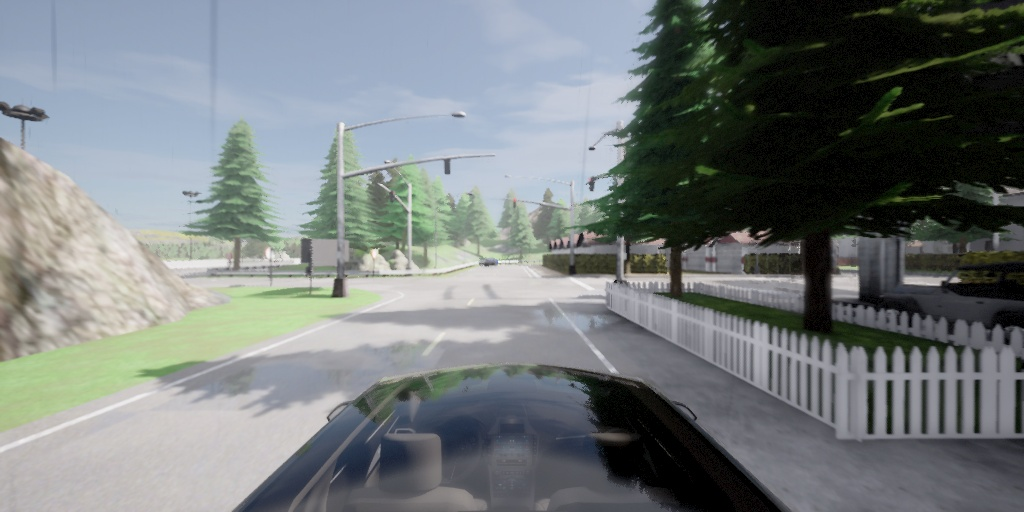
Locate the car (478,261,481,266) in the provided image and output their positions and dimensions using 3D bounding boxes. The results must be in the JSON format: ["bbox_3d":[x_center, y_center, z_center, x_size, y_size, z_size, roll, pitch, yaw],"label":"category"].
[{"bbox_3d":[-4.312,1.053,64.928,1.882,1.535,5.008,-1,1,23],"label":"car"}]

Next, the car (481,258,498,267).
[{"bbox_3d":[-3.556,1.173,59.236,1.895,1.301,4.718,0,0,1],"label":"car"}]
